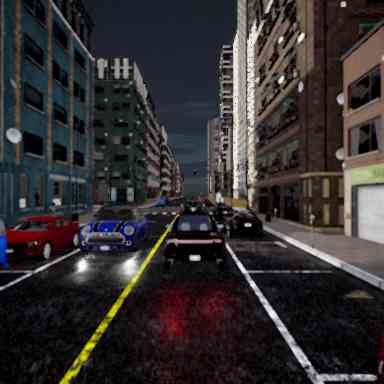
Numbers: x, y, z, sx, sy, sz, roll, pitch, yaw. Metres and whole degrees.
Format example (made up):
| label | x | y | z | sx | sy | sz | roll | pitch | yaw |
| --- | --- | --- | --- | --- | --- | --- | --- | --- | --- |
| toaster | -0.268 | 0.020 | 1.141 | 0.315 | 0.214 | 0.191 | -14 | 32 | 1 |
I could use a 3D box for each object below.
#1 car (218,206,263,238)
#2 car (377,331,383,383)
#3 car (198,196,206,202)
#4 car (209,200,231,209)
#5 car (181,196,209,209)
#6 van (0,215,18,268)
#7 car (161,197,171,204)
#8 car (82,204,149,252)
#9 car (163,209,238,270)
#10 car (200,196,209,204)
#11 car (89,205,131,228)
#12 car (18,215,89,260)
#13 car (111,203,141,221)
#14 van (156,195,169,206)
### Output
| label | x | y | z | sx | sy | sz | roll | pitch | yaw |
| --- | --- | --- | --- | --- | --- | --- | --- | --- | --- |
| car | 2.701 | 1.644 | 18.122 | 1.947 | 1.339 | 4.313 | 0 | 0 | 0 |
| car | 2.698 | 1.552 | 1.552 | 1.887 | 1.381 | 4.507 | 0 | 0 | 0 |
| car | 2.712 | 1.864 | 89.213 | 1.967 | 1.590 | 4.097 | 0 | 0 | 0 |
| car | 2.702 | 1.693 | 29.169 | 1.947 | 1.339 | 4.313 | 0 | 0 | 0 |
| car | 0.097 | 1.479 | 29.015 | 2.097 | 1.767 | 4.553 | 0 | 0 | 0 |
| van | -5.680 | 1.372 | 7.090 | 1.690 | 1.788 | 3.998 | 0 | 0 | 0 |
| car | -5.672 | 1.882 | 72.632 | 1.887 | 1.381 | 4.507 | 0 | 0 | 0 |
| car | -3.095 | 1.413 | 14.066 | 2.097 | 1.767 | 4.553 | 0 | 0 | 0 |
| car | 0.089 | 1.542 | 11.246 | 2.128 | 1.511 | 4.902 | 0 | 0 | 0 |
| car | 2.710 | 1.778 | 72.631 | 1.967 | 1.590 | 4.097 | 0 | 0 | 0 |
| car | -5.679 | 1.669 | 23.659 | 1.947 | 1.339 | 4.313 | 0 | 0 | 0 |
| car | -5.681 | 1.599 | 12.612 | 1.887 | 1.381 | 4.507 | 0 | 0 | 0 |
| car | -5.679 | 1.709 | 29.182 | 1.802 | 1.307 | 4.206 | 0 | 0 | 0 |
| van | -5.672 | 1.623 | 61.578 | 1.690 | 1.788 | 3.998 | 0 | 0 | 0 |
